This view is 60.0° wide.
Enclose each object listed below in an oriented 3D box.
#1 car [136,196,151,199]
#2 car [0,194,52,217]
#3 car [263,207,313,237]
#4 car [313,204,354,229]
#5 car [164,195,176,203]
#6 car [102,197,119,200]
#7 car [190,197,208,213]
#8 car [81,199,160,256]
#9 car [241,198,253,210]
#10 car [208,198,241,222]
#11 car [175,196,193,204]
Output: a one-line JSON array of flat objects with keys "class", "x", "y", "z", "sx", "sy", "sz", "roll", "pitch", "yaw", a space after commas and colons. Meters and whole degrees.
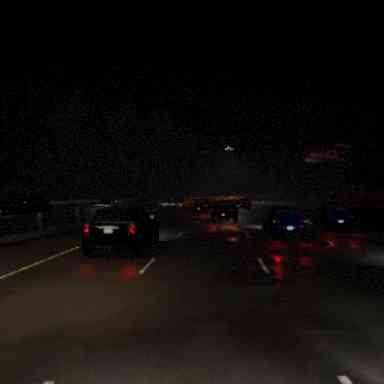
[{"class": "car", "x": -9.148, "y": 1.444, "z": 61.670, "sx": 1.812, "sy": 1.442, "sz": 4.674, "roll": 0, "pitch": 0, "yaw": 22}, {"class": "car", "x": -12.197, "y": 1.175, "z": 23.431, "sx": 2.150, "sy": 2.045, "sz": 5.566, "roll": 0, "pitch": 0, "yaw": 9}, {"class": "car", "x": 4.907, "y": 1.515, "z": 17.908, "sx": 1.812, "sy": 1.442, "sz": 4.674, "roll": 0, "pitch": 0, "yaw": 7}, {"class": "car", "x": 8.957, "y": 1.518, "z": 21.479, "sx": 1.812, "sy": 1.442, "sz": 4.674, "roll": 0, "pitch": 0, "yaw": 9}, {"class": "car", "x": -3.827, "y": 1.401, "z": 65.540, "sx": 1.882, "sy": 1.535, "sz": 5.008, "roll": 0, "pitch": 0, "yaw": 22}, {"class": "car", "x": -14.187, "y": 1.477, "z": 58.149, "sx": 1.994, "sy": 1.385, "sz": 4.181, "roll": 0, "pitch": 0, "yaw": 20}, {"class": "car", "x": 1.184, "y": 1.489, "z": 35.955, "sx": 1.812, "sy": 1.442, "sz": 4.674, "roll": 0, "pitch": 0, "yaw": 13}, {"class": "car", "x": -2.638, "y": 1.333, "z": 13.316, "sx": 2.097, "sy": 1.767, "sz": 4.553, "roll": 0, "pitch": 0, "yaw": 5}, {"class": "car", "x": 6.528, "y": 1.514, "z": 42.276, "sx": 2.033, "sy": 1.411, "sz": 5.357, "roll": 0, "pitch": 0, "yaw": 17}, {"class": "car", "x": 2.642, "y": 1.454, "z": 26.000, "sx": 1.882, "sy": 1.535, "sz": 5.008, "roll": 0, "pitch": 0, "yaw": 10}, {"class": "car", "x": -0.688, "y": 1.478, "z": 63.973, "sx": 2.033, "sy": 1.411, "sz": 5.357, "roll": 0, "pitch": 0, "yaw": 22}]
